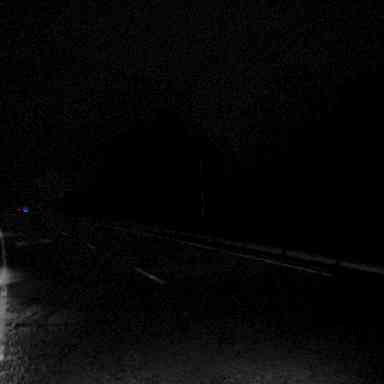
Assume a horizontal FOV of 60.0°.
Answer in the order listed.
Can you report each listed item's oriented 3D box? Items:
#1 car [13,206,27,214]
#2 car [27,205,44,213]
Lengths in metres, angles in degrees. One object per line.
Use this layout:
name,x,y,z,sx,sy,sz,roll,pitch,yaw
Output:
car,-40.084,4.256,77.010,2.128,1.511,4.902,-4,0,-20
car,-36.895,4.016,78.440,1.882,1.535,5.008,-4,0,-20
